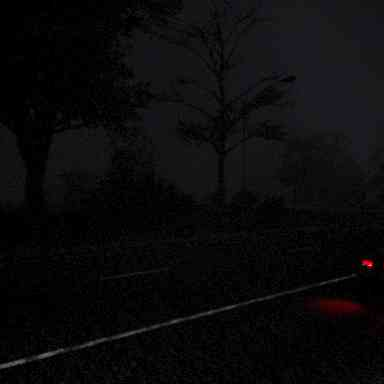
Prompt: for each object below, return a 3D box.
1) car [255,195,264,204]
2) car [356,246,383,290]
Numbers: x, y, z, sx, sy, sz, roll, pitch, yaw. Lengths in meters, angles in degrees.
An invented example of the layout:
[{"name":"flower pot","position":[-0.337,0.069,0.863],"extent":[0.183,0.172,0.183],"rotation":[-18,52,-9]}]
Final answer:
[{"name":"car","position":[12.513,1.458,58.341],"extent":[2.150,2.045,5.566],"rotation":[0,-1,-24]},{"name":"car","position":[6.103,1.580,7.943],"extent":[5.357,1.411,2.033],"rotation":[0,0,-34]}]
